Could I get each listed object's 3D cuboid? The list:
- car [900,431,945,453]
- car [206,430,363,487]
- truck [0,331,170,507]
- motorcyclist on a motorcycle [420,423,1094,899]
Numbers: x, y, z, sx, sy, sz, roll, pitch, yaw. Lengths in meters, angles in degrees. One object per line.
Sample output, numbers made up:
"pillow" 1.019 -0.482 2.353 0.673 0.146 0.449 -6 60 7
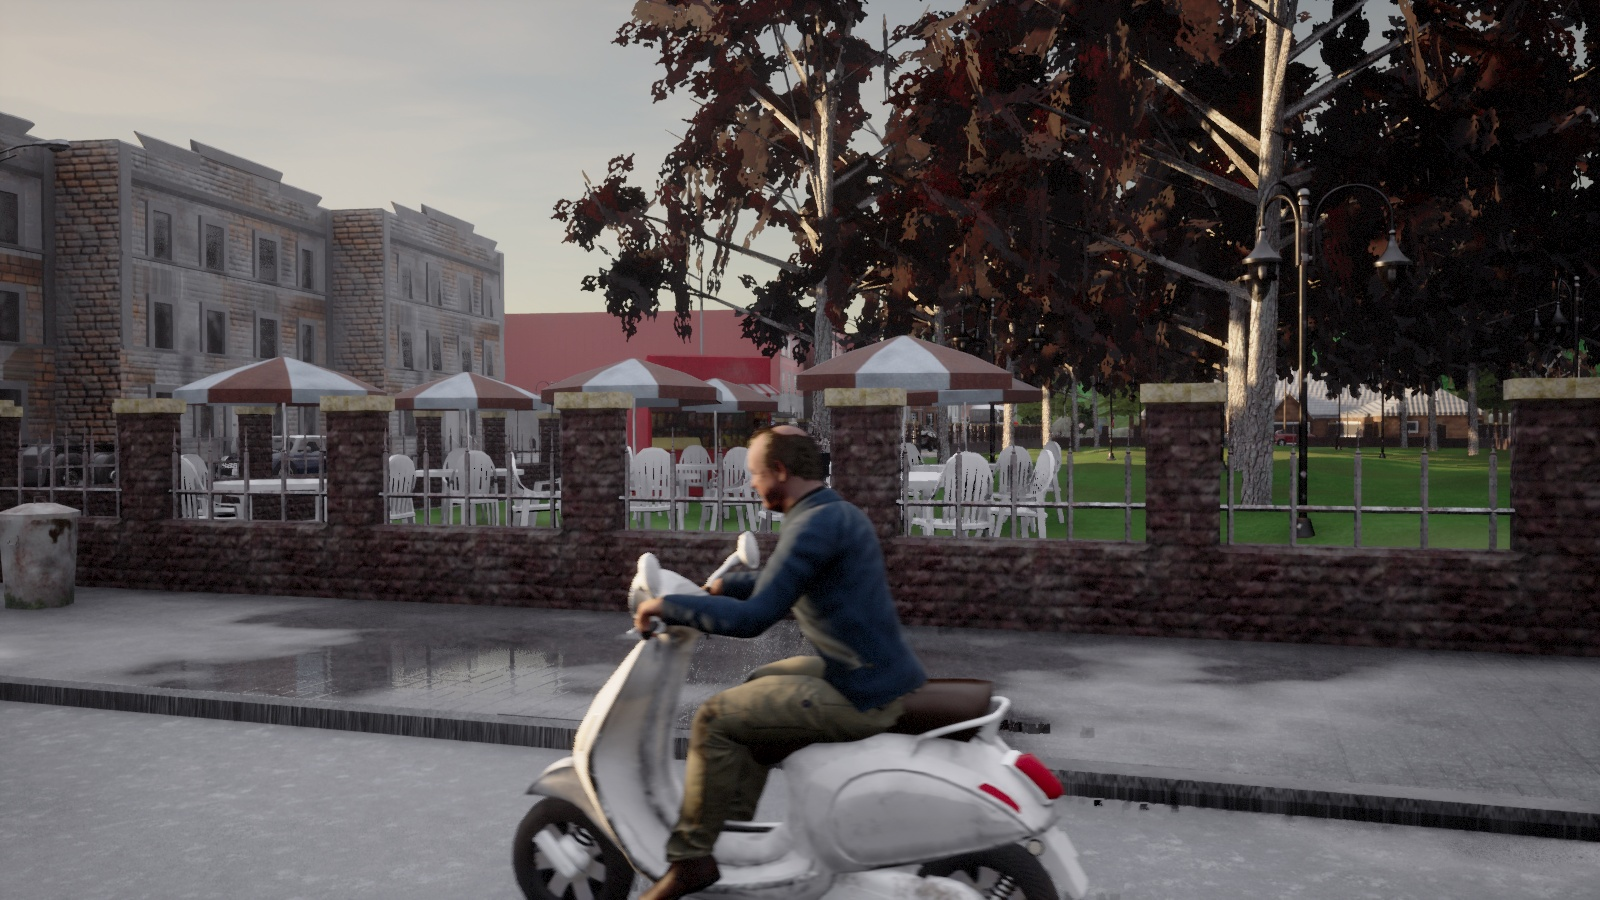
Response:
"car" 8.858 -0.584 90.158 2.163 1.488 4.792 1 1 19
"car" -14.089 0.186 34.528 1.970 1.475 3.806 1 1 19
"truck" -17.098 -0.628 25.535 2.891 3.462 7.936 1 1 19
"motorcyclist on a motorcycle" -0.099 0.720 3.754 1.817 1.590 0.866 1 1 19
